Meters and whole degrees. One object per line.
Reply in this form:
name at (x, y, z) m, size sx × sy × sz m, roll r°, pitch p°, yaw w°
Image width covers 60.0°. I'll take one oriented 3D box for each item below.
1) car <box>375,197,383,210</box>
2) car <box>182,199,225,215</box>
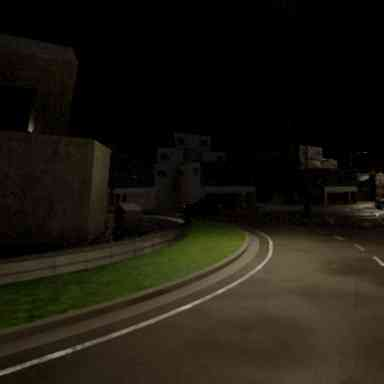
car at (26.086, 1.268, 43.039) m, size 5.566 × 2.045 × 2.150 m, roll 0°, pitch -1°, yaw -31°
car at (1.193, 1.590, 36.587) m, size 4.553 × 1.767 × 2.097 m, roll -1°, pitch -1°, yaw 21°
